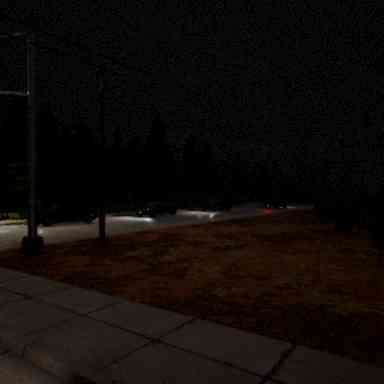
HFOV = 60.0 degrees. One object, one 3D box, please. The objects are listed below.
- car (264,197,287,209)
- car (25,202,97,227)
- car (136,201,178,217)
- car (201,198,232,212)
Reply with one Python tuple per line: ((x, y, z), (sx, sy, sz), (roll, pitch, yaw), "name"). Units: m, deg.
((11.377, 1.476, 45.228), (1.837, 1.490, 4.892), (0, 0, 37), "car")
((-9.191, 1.534, 23.669), (1.882, 1.535, 5.008), (0, 0, 37), "car")
((-3.264, 1.557, 31.663), (1.812, 1.442, 4.674), (0, 0, 37), "car")
((2.955, 1.483, 40.046), (1.882, 1.535, 5.008), (0, 0, 37), "car")
